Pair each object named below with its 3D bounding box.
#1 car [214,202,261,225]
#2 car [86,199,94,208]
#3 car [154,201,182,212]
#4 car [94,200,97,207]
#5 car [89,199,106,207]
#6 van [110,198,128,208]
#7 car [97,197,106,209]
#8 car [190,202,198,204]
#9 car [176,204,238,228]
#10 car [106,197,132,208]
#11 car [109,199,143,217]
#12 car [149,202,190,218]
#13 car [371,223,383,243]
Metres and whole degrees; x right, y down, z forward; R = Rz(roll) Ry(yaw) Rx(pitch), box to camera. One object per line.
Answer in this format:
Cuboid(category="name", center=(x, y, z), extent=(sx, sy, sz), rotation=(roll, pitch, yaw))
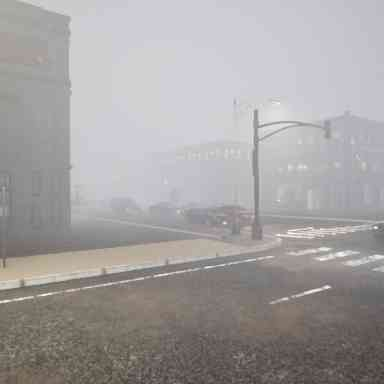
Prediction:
Cuboid(category="car", center=(3.314, 1.744, 26.293), extent=(1.812, 1.442, 4.674), rotation=(-1, 0, -35))
Cuboid(category="car", center=(-19.256, 2.158, 63.395), extent=(2.128, 1.511, 4.902), rotation=(-1, 0, -36))
Cuboid(category="car", center=(-3.356, 1.965, 45.572), extent=(1.802, 1.307, 4.206), rotation=(-2, 0, -36))
Cuboid(category="car", center=(-16.230, 1.939, 63.589), extent=(2.192, 1.841, 5.009), rotation=(-1, 0, -36))
Cuboid(category="car", center=(-19.441, 2.227, 68.094), extent=(1.887, 1.381, 4.507), rotation=(-1, 0, -36))
Cuboid(category="van", center=(-13.012, 1.906, 59.085), extent=(1.690, 1.788, 3.998), rotation=(-1, 0, -36))
Cuboid(category="car", center=(-13.427, 2.050, 55.235), extent=(2.128, 1.511, 4.902), rotation=(-1, 0, -36))
Cuboid(category="car", center=(-0.140, 1.903, 41.068), extent=(1.802, 1.307, 4.206), rotation=(-2, 0, -36))
Cuboid(category="car", center=(1.007, 1.814, 24.833), extent=(1.947, 1.339, 4.313), rotation=(-2, 0, -36))
Cuboid(category="car", center=(-8.778, 1.677, 43.245), extent=(2.150, 2.045, 5.566), rotation=(-1, 0, -35))
Cuboid(category="car", center=(-6.961, 1.846, 36.196), extent=(1.967, 1.590, 4.097), rotation=(-1, 0, -36))
Cuboid(category="car", center=(-2.733, 1.830, 34.752), extent=(2.128, 1.511, 4.902), rotation=(-1, 0, -36))
Cuboid(category="car", center=(9.993, 1.597, 14.842), extent=(4.718, 1.301, 1.895), rotation=(0, 0, -36))
